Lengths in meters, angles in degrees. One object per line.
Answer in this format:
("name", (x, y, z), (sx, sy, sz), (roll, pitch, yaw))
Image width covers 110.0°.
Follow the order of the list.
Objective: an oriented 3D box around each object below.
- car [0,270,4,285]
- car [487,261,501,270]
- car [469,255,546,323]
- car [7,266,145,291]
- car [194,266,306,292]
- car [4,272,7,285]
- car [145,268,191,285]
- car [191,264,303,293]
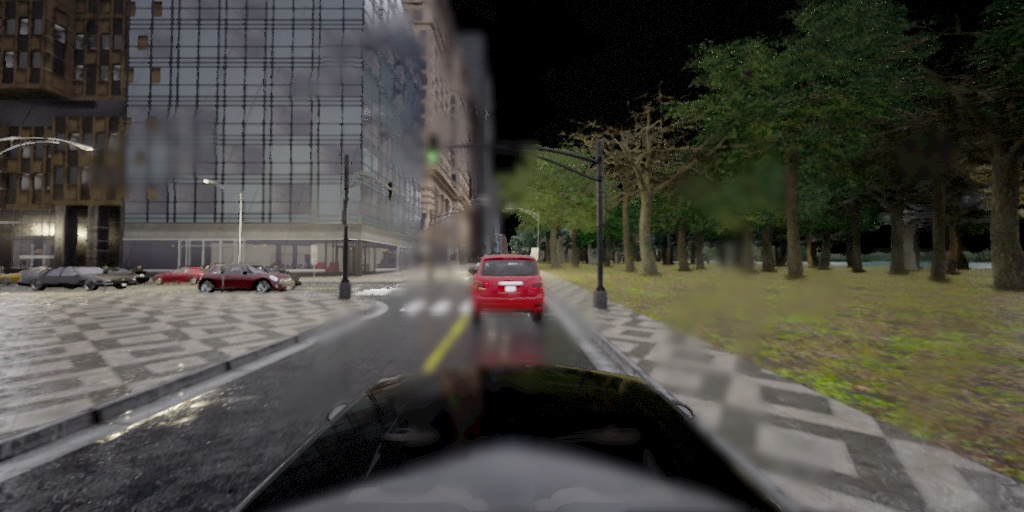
("car", (-29.973, 1.244, 18.502), (4.507, 1.381, 1.888), (0, 0, 0))
("car", (-2.996, 1.504, 59.643), (2.033, 1.411, 5.357), (0, 0, 0))
("car", (-0.265, 0.989, 12.342), (2.150, 2.045, 5.566), (0, 0, -5))
("car", (-25.576, 1.317, 21.193), (5.357, 1.411, 2.033), (0, -2, 0))
("car", (-15.422, 1.312, 21.259), (5.357, 1.411, 2.033), (0, -2, 5))
("car", (-35.637, 1.459, 27.016), (4.829, 1.417, 1.751), (0, 0, 0))
("car", (-24.494, 1.509, 27.031), (4.207, 1.307, 1.802), (0, 0, 0))
("car", (-13.543, 1.129, 18.524), (4.097, 1.591, 1.967), (0, 0, -1))
